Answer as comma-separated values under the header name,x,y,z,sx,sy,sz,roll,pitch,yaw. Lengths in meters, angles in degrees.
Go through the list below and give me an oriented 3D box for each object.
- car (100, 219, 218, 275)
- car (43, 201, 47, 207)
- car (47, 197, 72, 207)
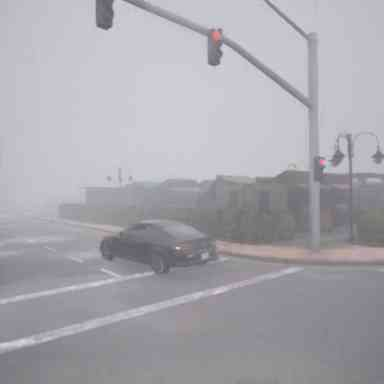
name,x,y,z,sx,sy,sz,roll,pitch,yaw
car,-1.219,1.626,10.866,1.812,1.442,4.674,-2,1,-44
car,-26.391,1.955,64.834,4.605,1.855,1.932,0,-1,-41
car,-24.555,1.920,62.596,3.866,1.878,1.905,0,-1,-41
